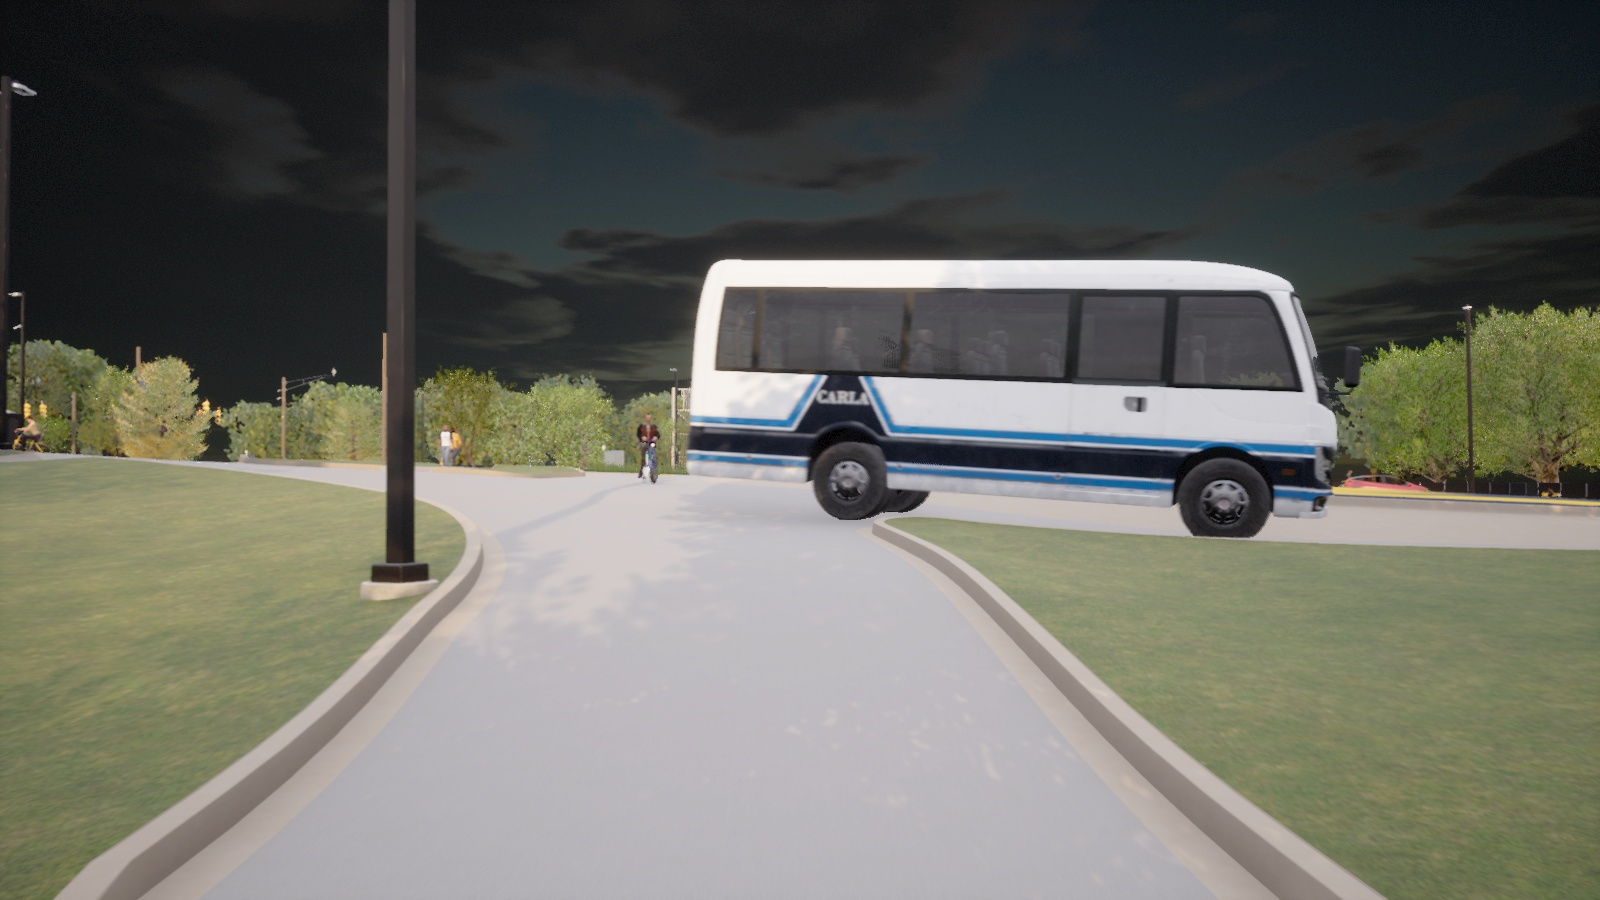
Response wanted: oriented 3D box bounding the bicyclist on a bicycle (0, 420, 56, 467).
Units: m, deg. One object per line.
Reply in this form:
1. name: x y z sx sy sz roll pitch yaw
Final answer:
1. bicyclist on a bicycle: -27.670 -0.212 44.974 1.509 1.612 0.866 1 -2 -8

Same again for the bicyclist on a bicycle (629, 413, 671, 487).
1. bicyclist on a bicycle: -3.688 0.008 30.796 0.659 1.776 1.843 0 0 -18

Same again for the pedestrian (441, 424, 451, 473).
1. pedestrian: -13.510 -0.039 47.976 0.354 1.836 0.706 0 -2 -15

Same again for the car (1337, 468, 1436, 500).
1. car: 31.734 1.822 68.042 4.514 1.525 2.007 2 -1 13

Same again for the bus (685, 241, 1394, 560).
1. bus: 3.713 -0.892 20.400 10.273 4.253 3.944 3 1 21

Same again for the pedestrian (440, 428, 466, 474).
1. pedestrian: -14.242 0.033 51.549 0.874 1.855 0.900 -1 -2 -8
